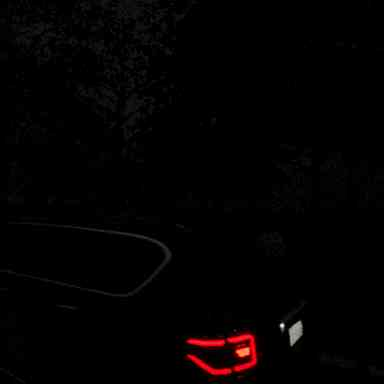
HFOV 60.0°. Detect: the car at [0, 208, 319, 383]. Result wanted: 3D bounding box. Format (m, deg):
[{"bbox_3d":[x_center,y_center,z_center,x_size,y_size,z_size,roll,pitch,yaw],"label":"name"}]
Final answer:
[{"bbox_3d":[-1.320,1.230,4.308,5.566,2.045,2.150,0,0,36],"label":"car"}]
